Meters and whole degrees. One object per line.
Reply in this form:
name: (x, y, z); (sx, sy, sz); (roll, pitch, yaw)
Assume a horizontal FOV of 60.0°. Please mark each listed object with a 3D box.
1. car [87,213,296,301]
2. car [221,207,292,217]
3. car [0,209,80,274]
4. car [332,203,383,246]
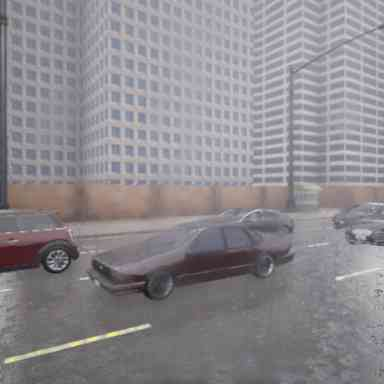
car: (0.260, 1.488, 8.351); (5.357, 1.411, 2.033); (0, 0, -34)
car: (2.203, 1.398, 13.846); (4.902, 1.511, 2.128); (0, 0, -34)
car: (-5.449, 1.279, 8.736); (4.553, 1.767, 2.097); (0, 1, -34)
car: (8.304, 1.411, 13.696); (4.902, 1.511, 2.128); (0, 0, -34)
